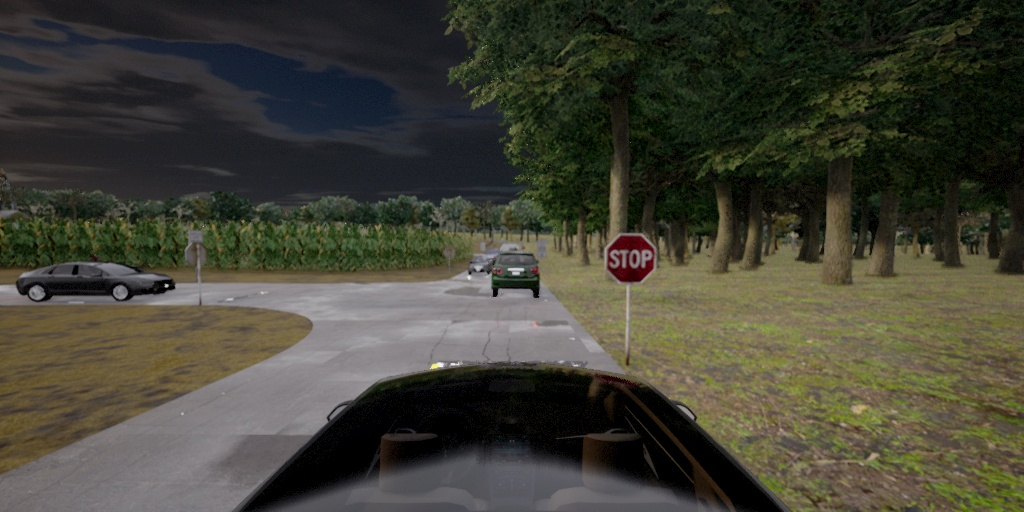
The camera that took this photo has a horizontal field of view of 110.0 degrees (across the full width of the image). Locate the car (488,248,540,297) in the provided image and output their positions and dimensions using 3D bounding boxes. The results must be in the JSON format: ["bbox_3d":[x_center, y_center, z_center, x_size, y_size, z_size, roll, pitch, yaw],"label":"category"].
[{"bbox_3d":[0.181,0.773,17.760,2.150,2.045,5.566,1,1,0],"label":"car"}]

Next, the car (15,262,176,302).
[{"bbox_3d":[-16.933,0.996,14.782,4.892,1.490,1.837,0,3,-7],"label":"car"}]

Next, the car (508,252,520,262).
[{"bbox_3d":[0.301,0.090,55.862,1.837,1.490,4.892,0,2,0],"label":"car"}]

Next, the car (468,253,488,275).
[{"bbox_3d":[-2.735,0.791,31.655,2.128,1.511,4.902,0,1,0],"label":"car"}]

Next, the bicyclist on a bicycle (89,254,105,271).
[{"bbox_3d":[-23.381,0.687,20.145,0.582,1.620,1.656,0,1,-11],"label":"bicyclist on a bicycle"}]

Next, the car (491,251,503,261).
[{"bbox_3d":[-2.544,-0.057,61.087,1.812,1.442,4.674,0,2,0],"label":"car"}]

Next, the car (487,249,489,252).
[{"bbox_3d":[-2.651,-0.029,50.778,2.150,2.045,5.566,0,2,0],"label":"car"}]
